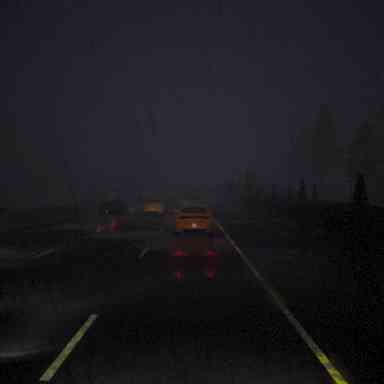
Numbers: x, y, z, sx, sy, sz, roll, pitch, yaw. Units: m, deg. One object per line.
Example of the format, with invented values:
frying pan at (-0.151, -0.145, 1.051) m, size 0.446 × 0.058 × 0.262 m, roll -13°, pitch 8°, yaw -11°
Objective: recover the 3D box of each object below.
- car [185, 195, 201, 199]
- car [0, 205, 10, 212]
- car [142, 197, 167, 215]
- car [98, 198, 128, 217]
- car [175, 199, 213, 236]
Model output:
car at (0.096, 1.037, 37.743) m, size 1.895 × 1.301 × 4.718 m, roll 0°, pitch 4°, yaw 0°
car at (-14.094, 1.459, 22.487) m, size 1.994 × 1.385 × 4.181 m, roll 0°, pitch 0°, yaw 0°
car at (-3.403, 1.236, 30.892) m, size 1.882 × 1.535 × 5.008 m, roll 0°, pitch 2°, yaw 0°
car at (-6.903, 1.295, 29.385) m, size 2.128 × 1.511 × 4.902 m, roll 0°, pitch 1°, yaw 0°
car at (0.098, 1.393, 17.958) m, size 1.882 × 1.535 × 5.008 m, roll 0°, pitch 0°, yaw 0°
